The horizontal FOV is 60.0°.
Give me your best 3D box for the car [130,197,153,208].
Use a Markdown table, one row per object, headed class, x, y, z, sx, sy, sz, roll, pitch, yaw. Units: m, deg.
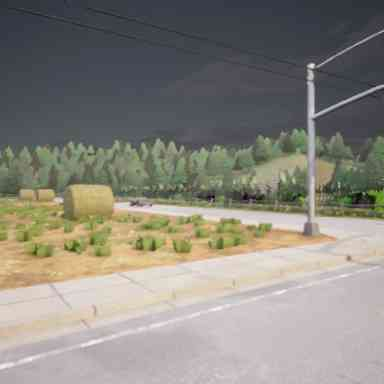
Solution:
| class | x | y | z | sx | sy | sz | roll | pitch | yaw |
| --- | --- | --- | --- | --- | --- | --- | --- | --- | --- |
| car | -7.072 | 1.409 | 46.234 | 1.812 | 1.442 | 4.674 | 0 | 0 | -32 |
